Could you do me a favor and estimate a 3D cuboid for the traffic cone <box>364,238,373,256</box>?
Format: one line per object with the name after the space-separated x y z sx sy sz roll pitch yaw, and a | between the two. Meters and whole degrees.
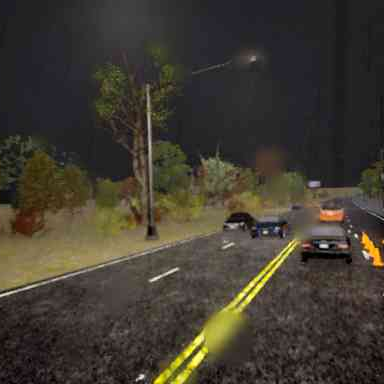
7.413 2.315 13.724 0.340 0.580 0.340 -3 -2 23 | traffic cone

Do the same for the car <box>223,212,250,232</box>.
3.916 2.379 26.941 1.812 1.442 4.674 -3 -2 23 | car

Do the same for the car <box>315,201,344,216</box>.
13.356 2.028 31.897 2.097 1.767 4.553 -3 -2 24 | car

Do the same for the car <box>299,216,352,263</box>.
5.594 1.973 13.937 2.033 1.411 5.357 -3 -2 23 | car

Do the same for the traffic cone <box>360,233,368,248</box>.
8.204 2.341 15.560 0.340 0.580 0.340 -3 -2 23 | traffic cone

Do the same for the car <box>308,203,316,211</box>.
21.835 2.633 59.544 1.882 1.535 5.008 -3 -2 24 | car

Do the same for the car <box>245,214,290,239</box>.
5.147 2.226 21.649 1.994 1.385 4.181 -3 -2 23 | car

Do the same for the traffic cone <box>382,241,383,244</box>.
9.913 2.326 17.002 0.340 0.580 0.340 -3 -2 23 | traffic cone

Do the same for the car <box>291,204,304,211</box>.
20.473 2.929 64.428 1.895 1.301 4.718 -3 -2 24 | car

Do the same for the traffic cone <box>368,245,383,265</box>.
6.621 2.288 11.888 0.340 0.580 0.340 -3 -2 23 | traffic cone
